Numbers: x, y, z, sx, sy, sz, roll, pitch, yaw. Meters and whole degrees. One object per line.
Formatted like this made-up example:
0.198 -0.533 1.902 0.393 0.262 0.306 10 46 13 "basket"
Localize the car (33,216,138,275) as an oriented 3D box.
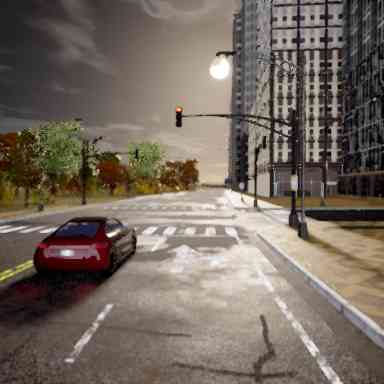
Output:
-2.918 1.398 9.962 1.994 1.385 4.181 0 1 2 "car"
